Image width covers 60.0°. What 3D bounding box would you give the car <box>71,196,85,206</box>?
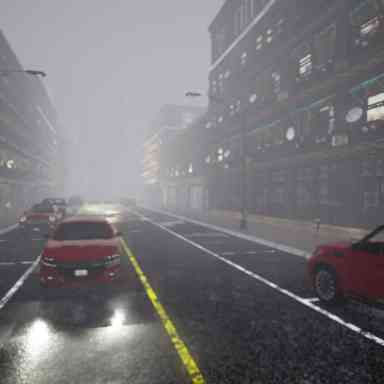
[{"bbox_3d":[-19.613,1.489,57.294,1.967,1.590,4.097,1,0,-16],"label":"car"}]

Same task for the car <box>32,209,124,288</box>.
[{"bbox_3d":[-3.098,1.489,9.647,1.882,1.535,5.008,1,0,-16],"label":"car"}]

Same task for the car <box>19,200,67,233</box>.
[{"bbox_3d":[-8.698,1.441,19.380,1.967,1.590,4.097,1,0,-16],"label":"car"}]

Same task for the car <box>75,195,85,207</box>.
[{"bbox_3d":[-18.052,1.357,51.879,2.192,1.841,5.009,1,0,-16],"label":"car"}]

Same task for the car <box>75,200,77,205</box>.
[{"bbox_3d":[-11.818,1.598,30.212,1.802,1.307,4.206,1,0,-16],"label":"car"}]

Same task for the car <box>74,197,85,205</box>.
[{"bbox_3d":[-21.173,1.600,62.711,1.887,1.381,4.507,1,0,-16],"label":"car"}]

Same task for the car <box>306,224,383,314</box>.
[{"bbox_3d":[4.037,1.371,5.446,2.192,1.841,5.009,1,0,-16],"label":"car"}]

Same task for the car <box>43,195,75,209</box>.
[{"bbox_3d":[-10.255,1.324,24.797,2.192,1.841,5.009,1,0,-16],"label":"car"}]

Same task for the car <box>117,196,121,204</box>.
[{"bbox_3d":[-13.119,1.676,65.025,1.887,1.381,4.507,1,0,-16],"label":"car"}]

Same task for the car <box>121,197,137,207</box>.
[{"bbox_3d":[-10.047,1.645,54.355,1.752,1.417,4.829,1,0,-16],"label":"car"}]

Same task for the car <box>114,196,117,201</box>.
[{"bbox_3d":[-19.355,1.707,86.689,2.008,1.369,4.403,1,0,-16],"label":"car"}]
